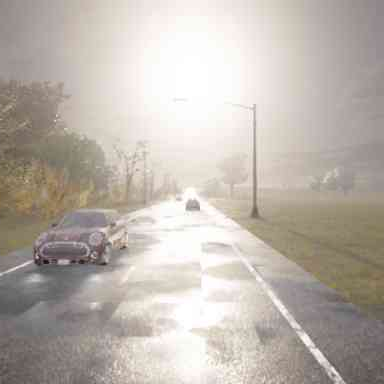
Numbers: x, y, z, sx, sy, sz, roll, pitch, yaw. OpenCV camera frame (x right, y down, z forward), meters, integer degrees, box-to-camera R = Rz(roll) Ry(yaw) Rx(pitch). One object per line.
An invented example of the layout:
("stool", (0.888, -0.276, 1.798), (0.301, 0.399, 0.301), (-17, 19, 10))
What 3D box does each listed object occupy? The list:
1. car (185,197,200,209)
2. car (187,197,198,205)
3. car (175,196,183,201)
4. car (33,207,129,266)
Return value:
("car", (0.091, 1.667, 45.952), (1.994, 1.385, 4.181), (0, 0, 0))
("car", (0.089, 1.685, 63.326), (2.033, 1.411, 5.357), (0, 0, 0))
("car", (-3.518, 1.725, 90.502), (2.033, 1.411, 5.357), (0, 0, 0))
("car", (-3.602, 1.381, 11.581), (2.097, 1.767, 4.553), (0, 0, 0))
